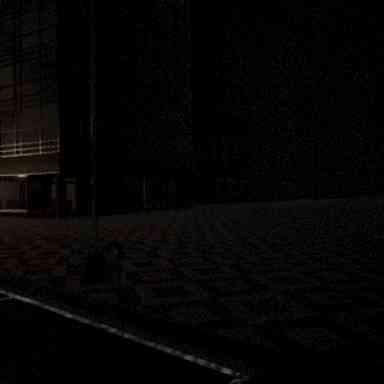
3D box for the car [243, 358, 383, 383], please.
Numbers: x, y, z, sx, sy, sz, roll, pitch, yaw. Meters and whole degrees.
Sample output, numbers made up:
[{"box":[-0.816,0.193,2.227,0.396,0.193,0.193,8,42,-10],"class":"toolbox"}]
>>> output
[{"box":[2.090,1.550,1.368,4.403,1.369,2.008,0,-1,35],"class":"car"}]
